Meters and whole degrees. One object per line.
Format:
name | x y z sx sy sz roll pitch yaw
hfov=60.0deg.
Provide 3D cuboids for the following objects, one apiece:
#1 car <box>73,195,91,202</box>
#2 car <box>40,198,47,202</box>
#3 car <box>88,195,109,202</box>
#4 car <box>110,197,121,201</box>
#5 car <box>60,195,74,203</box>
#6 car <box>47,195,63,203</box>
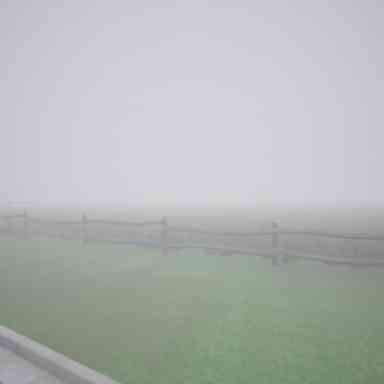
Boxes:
car | -26.654 2.068 82.572 1.882 1.535 5.008 0 0 11
car | -36.856 2.164 85.115 1.812 1.442 4.674 0 0 11
car | -23.138 2.142 82.315 1.994 1.385 4.181 0 0 11
car | -21.235 2.026 92.136 2.033 1.411 5.357 0 0 11
car | -30.090 2.105 83.238 1.837 1.490 4.892 0 0 11
car | -33.526 2.098 83.904 1.882 1.535 5.008 0 0 11
